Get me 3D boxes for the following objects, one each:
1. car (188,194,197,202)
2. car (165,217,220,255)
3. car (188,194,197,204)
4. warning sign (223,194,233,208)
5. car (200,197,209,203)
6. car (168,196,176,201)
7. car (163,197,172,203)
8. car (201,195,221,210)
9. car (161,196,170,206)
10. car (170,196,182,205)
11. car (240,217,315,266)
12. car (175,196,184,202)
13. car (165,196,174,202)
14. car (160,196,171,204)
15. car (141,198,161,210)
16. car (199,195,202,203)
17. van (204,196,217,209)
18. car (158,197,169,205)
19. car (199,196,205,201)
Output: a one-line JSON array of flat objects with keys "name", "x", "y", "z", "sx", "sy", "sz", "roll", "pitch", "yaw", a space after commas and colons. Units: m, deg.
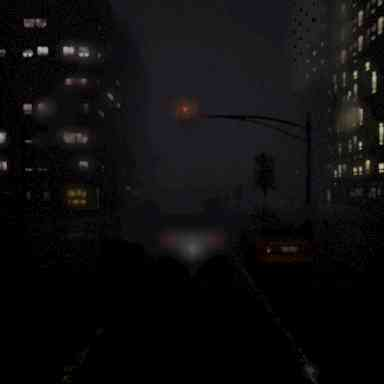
[{"name": "car", "x": 0.081, "y": 1.414, "z": 82.979, "sx": 2.150, "sy": 2.045, "sz": 5.566, "roll": 0, "pitch": 0, "yaw": 0}, {"name": "car", "x": -0.061, "y": 1.634, "z": 13.371, "sx": 1.895, "sy": 1.301, "sz": 4.718, "roll": 0, "pitch": 0, "yaw": -2}, {"name": "car", "x": 0.070, "y": 1.771, "z": 72.529, "sx": 2.033, "sy": 1.411, "sz": 5.357, "roll": 0, "pitch": 0, "yaw": 0}, {"name": "warning sign", "x": 5.118, "y": 1.247, "z": 47.007, "sx": 1.300, "sy": 1.860, "sz": 1.060, "roll": 0, "pitch": 0, "yaw": 0}, {"name": "car", "x": 2.761, "y": 1.794, "z": 76.910, "sx": 1.887, "sy": 1.381, "sz": 4.507, "roll": 0, "pitch": 0, "yaw": 0}, {"name": "car", "x": -5.602, "y": 1.847, "z": 93.329, "sx": 1.752, "sy": 1.417, "sz": 4.829, "roll": 0, "pitch": 0, "yaw": 0}, {"name": "car", "x": -5.619, "y": 1.832, "z": 76.919, "sx": 1.802, "sy": 1.307, "sz": 4.206, "roll": 0, "pitch": 0, "yaw": 0}, {"name": "car", "x": 2.728, "y": 1.436, "z": 43.752, "sx": 2.192, "sy": 1.841, "sz": 5.009, "roll": 0, "pitch": 0, "yaw": 0}, {"name": "car", "x": -5.635, "y": 1.733, "z": 60.339, "sx": 2.008, "sy": 1.369, "sz": 4.403, "roll": 0, "pitch": 0, "yaw": 0}, {"name": "car", "x": -2.987, "y": 1.537, "z": 61.198, "sx": 2.097, "sy": 1.767, "sz": 4.553, "roll": 0, "pitch": 0, "yaw": 1}, {"name": "car", "x": 2.697, "y": 1.553, "z": 11.508, "sx": 1.752, "sy": 1.417, "sz": 4.829, "roll": 0, "pitch": 0, "yaw": 0}, {"name": "car", "x": -2.925, "y": 1.541, "z": 76.714, "sx": 1.994, "sy": 1.385, "sz": 4.181, "roll": 0, "pitch": 0, "yaw": 0}, {"name": "car", "x": -5.614, "y": 1.714, "z": 82.446, "sx": 1.967, "sy": 1.590, "sz": 4.097, "roll": 0, "pitch": 0, "yaw": 0}, {"name": "car", "x": -5.625, "y": 1.668, "z": 71.393, "sx": 1.967, "sy": 1.590, "sz": 4.097, "roll": 0, "pitch": 0, "yaw": 0}, {"name": "car", "x": -5.651, "y": 1.673, "z": 43.759, "sx": 2.008, "sy": 1.369, "sz": 4.403, "roll": 0, "pitch": 0, "yaw": 0}, {"name": "car", "x": 2.749, "y": 1.518, "z": 65.857, "sx": 2.192, "sy": 1.841, "sz": 5.009, "roll": 0, "pitch": 0, "yaw": 0}, {"name": "van", "x": 2.733, "y": 1.481, "z": 49.278, "sx": 1.690, "sy": 1.788, "sz": 3.998, "roll": 0, "pitch": 0, "yaw": 0}, {"name": "car", "x": -5.630, "y": 1.749, "z": 65.864, "sx": 1.887, "sy": 1.381, "sz": 4.507, "roll": 0, "pitch": 0, "yaw": 0}, {"name": "car", "x": 2.778, "y": 1.848, "z": 93.660, "sx": 1.752, "sy": 1.417, "sz": 4.829, "roll": 0, "pitch": 0, "yaw": 0}]
